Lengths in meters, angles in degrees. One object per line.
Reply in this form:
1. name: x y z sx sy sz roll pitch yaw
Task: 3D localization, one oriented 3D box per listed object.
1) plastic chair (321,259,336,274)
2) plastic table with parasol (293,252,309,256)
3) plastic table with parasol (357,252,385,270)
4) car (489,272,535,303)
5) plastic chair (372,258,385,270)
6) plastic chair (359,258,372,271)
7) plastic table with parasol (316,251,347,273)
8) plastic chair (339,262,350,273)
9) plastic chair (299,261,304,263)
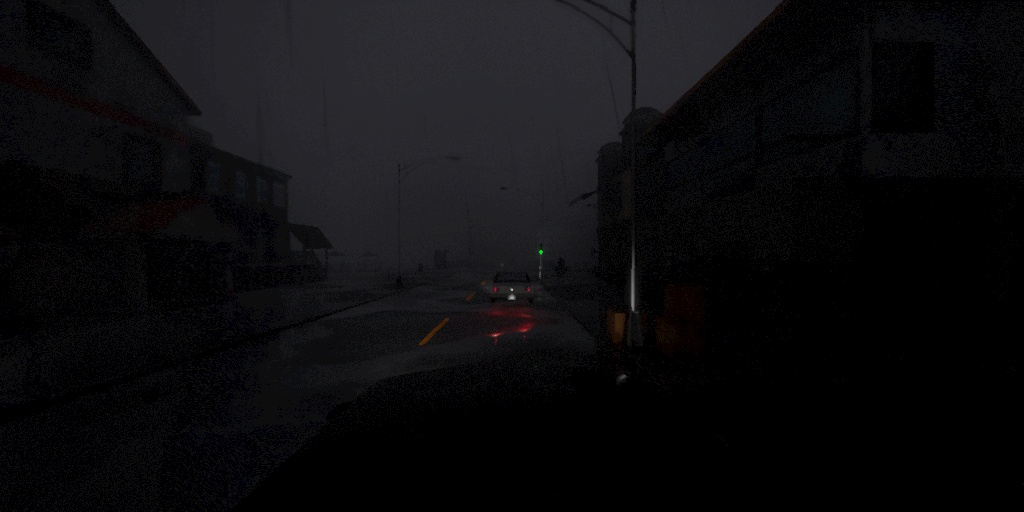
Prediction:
1. plastic chair: -20.000 1.276 39.103 0.750 1.272 0.730 0 0 0
2. plastic table with parasol: -26.900 0.672 43.454 2.482 2.480 2.482 0 0 0
3. plastic table with parasol: -19.169 0.673 48.243 2.482 2.480 2.482 0 0 0
4. car: 0.000 1.364 16.530 1.895 1.301 4.718 0 0 0
5. plastic chair: -17.899 1.277 48.102 0.730 1.272 0.750 0 0 0
6. plastic chair: -19.199 1.277 46.903 0.750 1.272 0.730 0 0 0
7. plastic table with parasol: -19.920 0.672 40.423 2.482 2.480 2.482 0 0 0
8. plastic chair: -18.700 1.276 40.303 0.730 1.272 0.750 0 0 0
9. plastic chair: -25.700 1.276 43.404 0.730 1.272 0.750 0 0 0
